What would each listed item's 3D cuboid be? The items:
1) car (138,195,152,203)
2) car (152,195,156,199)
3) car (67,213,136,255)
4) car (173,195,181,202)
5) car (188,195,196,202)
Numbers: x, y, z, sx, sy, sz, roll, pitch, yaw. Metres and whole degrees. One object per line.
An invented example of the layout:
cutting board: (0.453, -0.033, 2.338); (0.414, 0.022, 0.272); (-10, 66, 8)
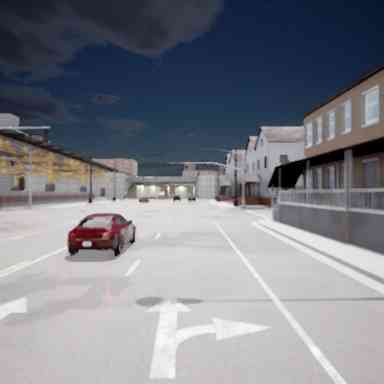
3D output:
car: (-10.513, 1.695, 72.713); (1.812, 1.442, 4.674); (0, 0, 0)
car: (-10.516, 1.434, 88.475); (1.812, 1.442, 4.674); (0, 0, 0)
car: (-3.454, 1.557, 13.314); (1.812, 1.442, 4.674); (0, 0, 1)
car: (-3.514, 1.532, 78.565); (1.837, 1.490, 4.892); (0, 0, 0)
car: (-0.014, 1.557, 78.565); (2.128, 1.511, 4.902); (0, 0, 0)
